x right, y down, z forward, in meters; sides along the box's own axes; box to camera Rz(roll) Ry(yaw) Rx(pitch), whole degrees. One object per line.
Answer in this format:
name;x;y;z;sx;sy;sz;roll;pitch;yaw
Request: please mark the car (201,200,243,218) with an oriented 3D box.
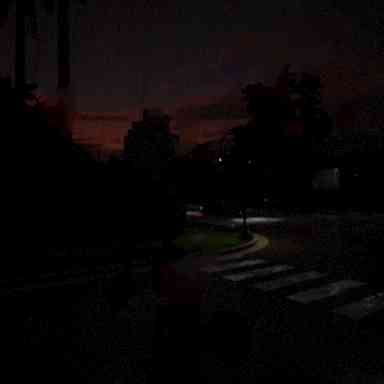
car;2.729;1.521;30.328;1.837;1.490;4.892;-1;0;-36
